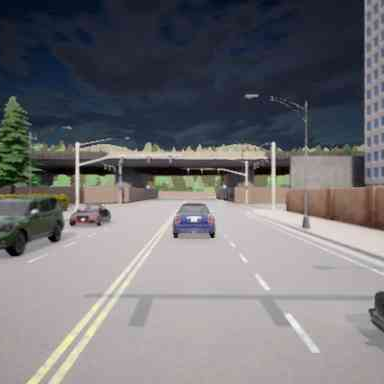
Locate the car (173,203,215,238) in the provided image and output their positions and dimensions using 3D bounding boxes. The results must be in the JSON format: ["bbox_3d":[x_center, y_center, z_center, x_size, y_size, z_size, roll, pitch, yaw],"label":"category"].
[{"bbox_3d":[0.101,1.365,18.062,2.097,1.767,4.553,0,0,0],"label":"car"}]

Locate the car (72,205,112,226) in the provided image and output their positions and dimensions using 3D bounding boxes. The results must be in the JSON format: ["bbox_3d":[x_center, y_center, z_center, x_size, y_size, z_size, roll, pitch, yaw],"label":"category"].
[{"bbox_3d":[-6.999,1.581,23.321,1.994,1.385,4.181,0,0,0],"label":"car"}]

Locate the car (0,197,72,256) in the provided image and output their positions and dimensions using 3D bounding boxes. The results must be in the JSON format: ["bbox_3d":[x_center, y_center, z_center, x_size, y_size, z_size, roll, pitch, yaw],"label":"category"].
[{"bbox_3d":[-7.071,1.231,13.456,2.150,2.045,5.566,0,0,0],"label":"car"}]

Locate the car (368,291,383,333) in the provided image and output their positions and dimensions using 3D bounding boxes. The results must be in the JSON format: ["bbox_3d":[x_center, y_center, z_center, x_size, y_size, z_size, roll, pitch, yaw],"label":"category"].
[{"bbox_3d":[3.600,1.550,2.574,2.033,1.411,5.357,0,0,0],"label":"car"}]
